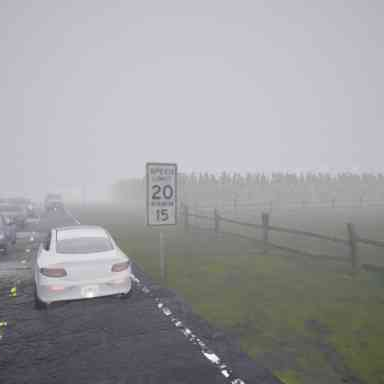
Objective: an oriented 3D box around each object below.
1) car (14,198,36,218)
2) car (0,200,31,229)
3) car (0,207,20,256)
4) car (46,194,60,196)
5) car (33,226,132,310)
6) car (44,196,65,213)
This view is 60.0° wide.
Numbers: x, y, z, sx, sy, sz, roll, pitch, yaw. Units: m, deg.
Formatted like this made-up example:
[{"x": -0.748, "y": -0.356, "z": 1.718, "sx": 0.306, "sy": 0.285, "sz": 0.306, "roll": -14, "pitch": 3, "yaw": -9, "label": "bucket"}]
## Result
[{"x": -15.427, "y": 1.357, "z": 30.190, "sx": 2.097, "sy": 1.767, "sz": 4.553, "roll": 0, "pitch": 0, "yaw": -23, "label": "car"}, {"x": -11.534, "y": 1.509, "z": 21.156, "sx": 1.837, "sy": 1.490, "sz": 4.892, "roll": 0, "pitch": 0, "yaw": -23, "label": "car"}, {"x": -7.951, "y": 1.529, "z": 12.886, "sx": 1.812, "sy": 1.442, "sz": 4.674, "roll": 0, "pitch": 0, "yaw": -24, "label": "car"}, {"x": -19.007, "y": 1.227, "z": 45.555, "sx": 2.150, "sy": 2.045, "sz": 5.566, "roll": 0, "pitch": 0, "yaw": -23, "label": "car"}, {"x": -2.683, "y": 1.528, "z": 7.890, "sx": 1.812, "sy": 1.442, "sz": 4.674, "roll": 0, "pitch": 0, "yaw": -23, "label": "car"}, {"x": -14.990, "y": 1.510, "z": 36.425, "sx": 1.837, "sy": 1.490, "sz": 4.892, "roll": 0, "pitch": 0, "yaw": -23, "label": "car"}]
